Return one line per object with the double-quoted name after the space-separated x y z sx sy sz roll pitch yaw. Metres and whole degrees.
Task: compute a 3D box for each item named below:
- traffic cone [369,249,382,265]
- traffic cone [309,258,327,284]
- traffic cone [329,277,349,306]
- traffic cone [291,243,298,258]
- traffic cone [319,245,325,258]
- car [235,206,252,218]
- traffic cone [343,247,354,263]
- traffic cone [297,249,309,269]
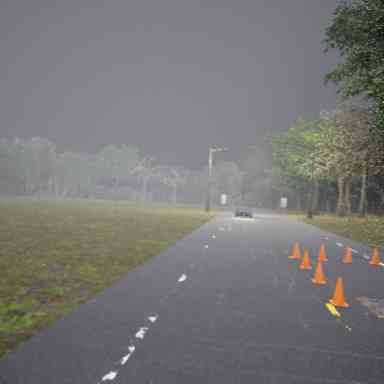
7.194 2.518 13.027 0.340 0.580 0.340 3 -1 9 "traffic cone"
3.638 2.275 9.524 0.340 0.580 0.340 3 -1 9 "traffic cone"
3.339 2.234 7.546 0.340 0.580 0.340 3 -1 9 "traffic cone"
4.236 2.358 13.478 0.340 0.580 0.340 3 -1 9 "traffic cone"
5.222 2.411 13.328 0.340 0.580 0.340 3 -1 9 "traffic cone"
6.368 2.461 40.910 1.994 1.385 4.181 3 -1 9 "car"
6.208 2.464 13.178 0.340 0.580 0.340 3 -1 9 "traffic cone"
3.937 2.317 11.501 0.340 0.580 0.340 3 -1 9 "traffic cone"
